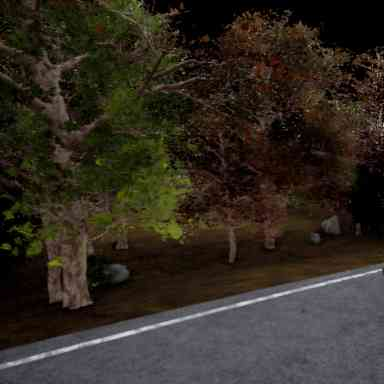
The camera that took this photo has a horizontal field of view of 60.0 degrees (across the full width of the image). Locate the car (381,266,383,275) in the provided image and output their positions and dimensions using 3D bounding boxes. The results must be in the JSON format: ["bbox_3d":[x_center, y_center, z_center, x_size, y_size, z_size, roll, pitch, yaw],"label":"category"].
[{"bbox_3d":[7.442,1.697,9.270,5.357,1.411,2.033,2,-1,-35],"label":"car"}]
